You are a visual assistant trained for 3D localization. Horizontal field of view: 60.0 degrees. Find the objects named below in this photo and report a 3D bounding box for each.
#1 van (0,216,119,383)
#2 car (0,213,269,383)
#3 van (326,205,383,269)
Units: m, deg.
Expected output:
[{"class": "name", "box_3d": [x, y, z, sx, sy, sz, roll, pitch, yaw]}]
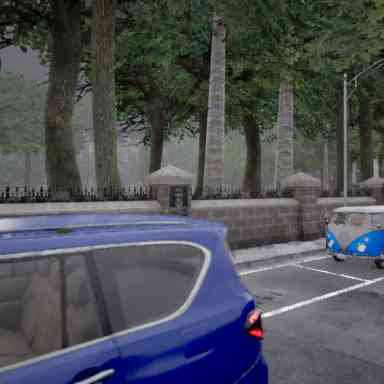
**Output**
[{"class": "van", "box_3d": [-3.167, 1.341, 4.275, 3.998, 1.788, 1.690, 0, 0, -36]}, {"class": "car", "box_3d": [-1.970, 1.221, 1.969, 5.566, 2.045, 2.150, 0, 0, -36]}, {"class": "van", "box_3d": [6.040, 1.337, 10.854, 3.998, 1.788, 1.690, 0, 0, -36]}]
